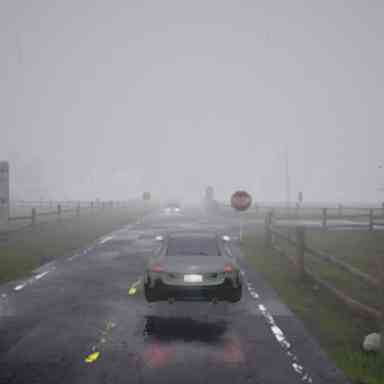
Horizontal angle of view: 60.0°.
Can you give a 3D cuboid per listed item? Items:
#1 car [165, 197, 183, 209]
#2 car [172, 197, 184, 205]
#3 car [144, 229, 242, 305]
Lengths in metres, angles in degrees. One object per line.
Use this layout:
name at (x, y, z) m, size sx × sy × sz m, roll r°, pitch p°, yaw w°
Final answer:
car at (-2.772, 1.696, 48.756) m, size 1.994 × 1.385 × 4.181 m, roll 0°, pitch 0°, yaw 0°
car at (-2.704, 1.707, 63.936) m, size 2.033 × 1.411 × 5.357 m, roll 0°, pitch 0°, yaw 1°
car at (0.024, 1.591, 8.238) m, size 1.994 × 1.385 × 4.181 m, roll 0°, pitch 0°, yaw 0°
